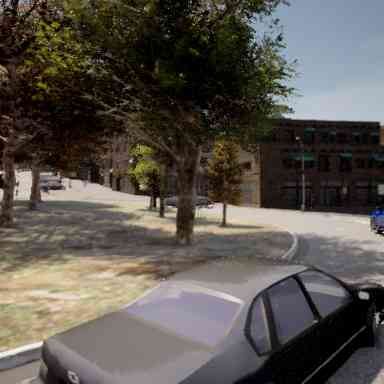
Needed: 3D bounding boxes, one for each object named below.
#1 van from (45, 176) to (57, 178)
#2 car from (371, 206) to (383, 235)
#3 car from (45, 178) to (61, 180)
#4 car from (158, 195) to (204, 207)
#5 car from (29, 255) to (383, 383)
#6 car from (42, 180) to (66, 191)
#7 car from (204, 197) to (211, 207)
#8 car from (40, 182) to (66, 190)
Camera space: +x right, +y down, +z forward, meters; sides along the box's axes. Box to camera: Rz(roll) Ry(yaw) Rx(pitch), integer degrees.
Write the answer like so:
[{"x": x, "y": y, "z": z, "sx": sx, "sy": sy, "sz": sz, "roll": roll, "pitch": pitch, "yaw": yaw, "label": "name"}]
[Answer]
[{"x": -33.066, "y": -2.147, "z": 78.399, "sx": 1.878, "sy": 1.987, "sz": 4.442, "roll": 6, "pitch": 5, "yaw": 44, "label": "van"}, {"x": 10.760, "y": 1.303, "z": 16.461, "sx": 2.150, "sy": 2.045, "sz": 5.566, "roll": 0, "pitch": 0, "yaw": 12, "label": "car"}, {"x": -31.934, "y": -1.659, "z": 75.475, "sx": 1.946, "sy": 1.575, "sz": 5.366, "roll": 7, "pitch": 6, "yaw": 44, "label": "car"}, {"x": -1.671, "y": 1.177, "z": 41.486, "sx": 5.357, "sy": 1.411, "sz": 2.033, "roll": 3, "pitch": 2, "yaw": 37, "label": "car"}, {"x": 0.877, "y": 1.581, "z": 4.283, "sx": 2.033, "sy": 1.411, "sz": 5.357, "roll": -1, "pitch": -1, "yaw": 44, "label": "car"}, {"x": -29.119, "y": -1.136, "z": 70.173, "sx": 2.231, "sy": 1.521, "sz": 4.892, "roll": 6, "pitch": 5, "yaw": 44, "label": "car"}, {"x": 0.206, "y": 1.133, "z": 43.899, "sx": 4.902, "sy": 1.511, "sz": 2.128, "roll": 3, "pitch": 1, "yaw": 39, "label": "car"}, {"x": -30.458, "y": -1.358, "z": 72.896, "sx": 2.002, "sy": 1.452, "sz": 4.674, "roll": 7, "pitch": 6, "yaw": 44, "label": "car"}]
